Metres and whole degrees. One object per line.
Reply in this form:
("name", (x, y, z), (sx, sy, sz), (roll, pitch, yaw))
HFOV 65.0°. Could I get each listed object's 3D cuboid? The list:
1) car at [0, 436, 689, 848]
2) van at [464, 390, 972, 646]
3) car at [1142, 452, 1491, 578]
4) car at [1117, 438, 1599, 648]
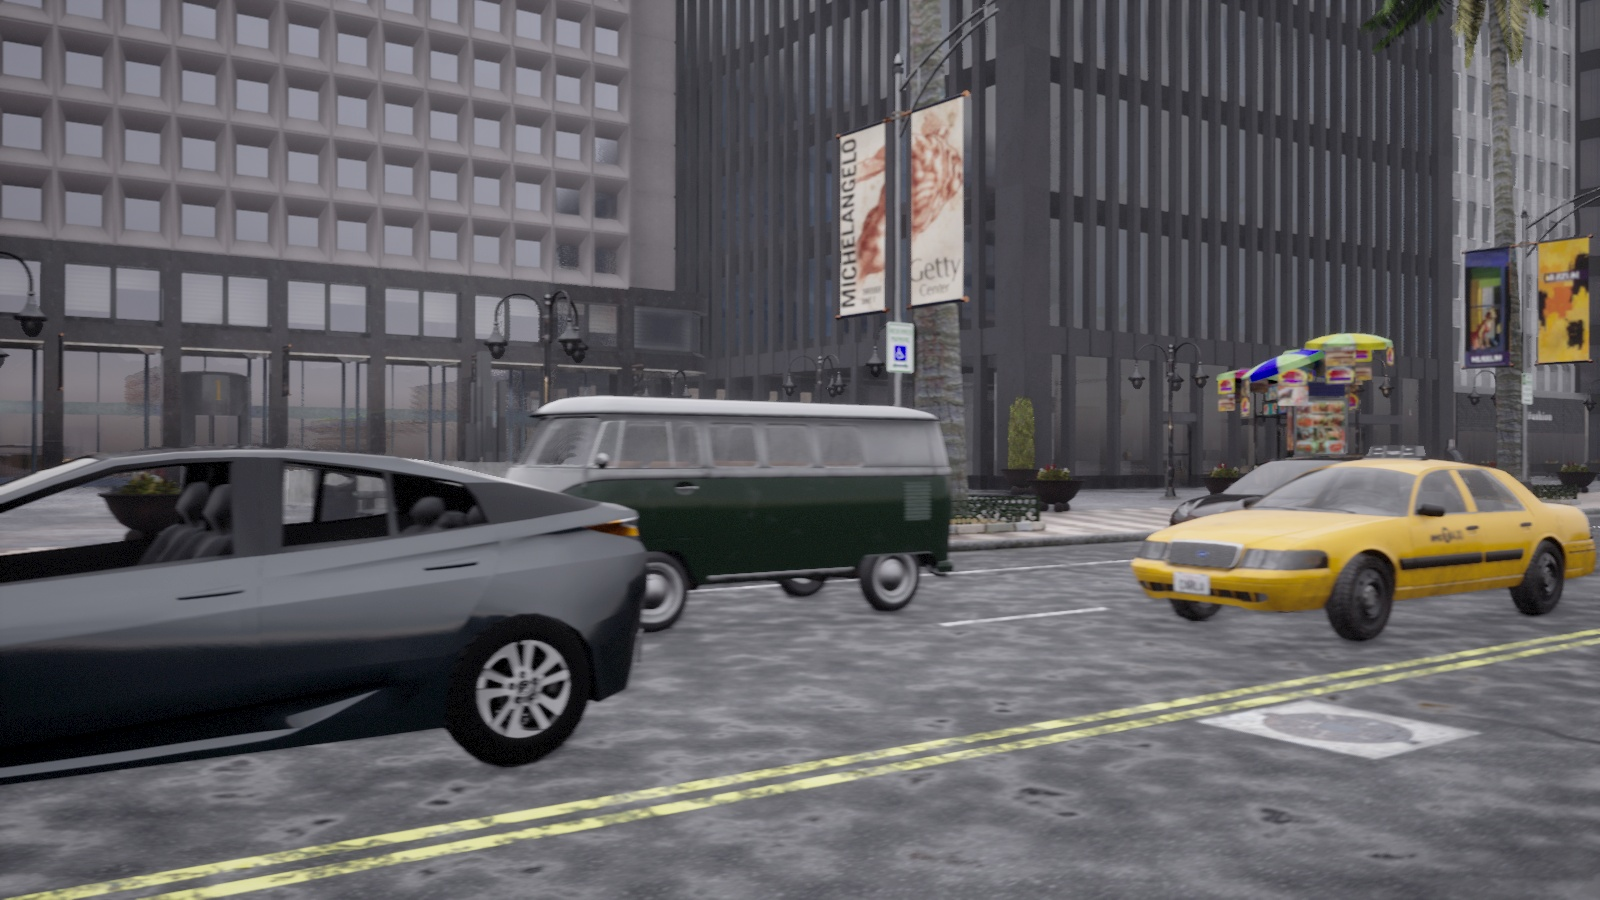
("car", (-2.984, 0.712, 5.846), (4.514, 1.525, 2.007), (0, 0, -35))
("van", (-0.657, 0.528, 11.725), (4.442, 1.987, 1.775), (0, 0, -35))
("car", (7.107, 0.772, 17.117), (4.792, 1.488, 2.163), (0, 0, -35))
("car", (5.472, 0.701, 11.706), (5.366, 1.575, 1.801), (0, 0, -35))
